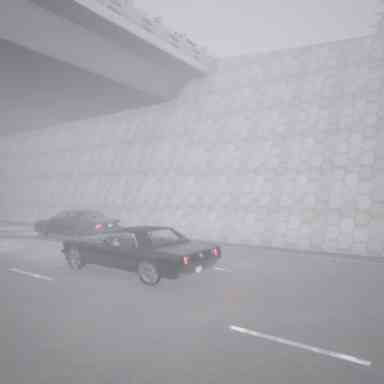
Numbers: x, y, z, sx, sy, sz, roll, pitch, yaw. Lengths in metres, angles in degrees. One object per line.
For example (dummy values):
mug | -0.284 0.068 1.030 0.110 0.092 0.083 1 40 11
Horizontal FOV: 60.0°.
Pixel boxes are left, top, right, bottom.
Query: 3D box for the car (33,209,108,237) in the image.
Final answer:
car | -5.804 1.587 16.743 5.357 1.411 2.033 0 0 36

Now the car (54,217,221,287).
car | -1.636 1.620 9.463 4.718 1.301 1.895 0 0 36
